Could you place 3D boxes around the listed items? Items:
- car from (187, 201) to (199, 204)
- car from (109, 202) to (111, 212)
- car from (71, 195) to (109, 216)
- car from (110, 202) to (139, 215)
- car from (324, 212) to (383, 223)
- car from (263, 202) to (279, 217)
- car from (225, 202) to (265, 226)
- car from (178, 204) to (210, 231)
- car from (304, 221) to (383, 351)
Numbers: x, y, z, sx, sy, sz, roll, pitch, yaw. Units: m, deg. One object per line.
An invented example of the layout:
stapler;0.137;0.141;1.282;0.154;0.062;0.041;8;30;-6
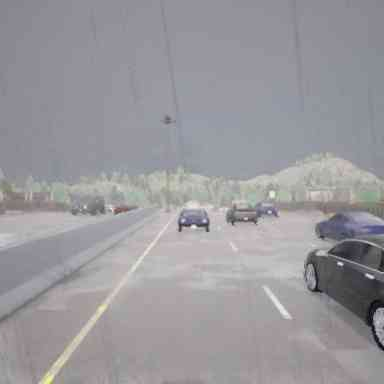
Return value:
car;0.106;1.766;38.999;1.812;1.442;4.674;0;-1;0
car;-14.021;2.801;58.877;2.150;2.045;5.566;0;-6;1
car;-10.589;1.378;34.385;2.150;2.045;5.566;0;0;0
car;-7.088;1.781;36.201;1.895;1.301;4.718;0;-1;0
car;7.102;1.601;14.765;1.812;1.442;4.674;0;0;0
car;7.105;1.687;32.720;1.812;1.442;4.674;0;0;0
car;3.603;1.612;24.619;2.128;1.511;4.902;0;0;0
car;0.103;1.703;21.269;1.895;1.301;4.718;0;0;0
car;3.608;1.537;6.088;1.837;1.490;4.892;0;0;0
